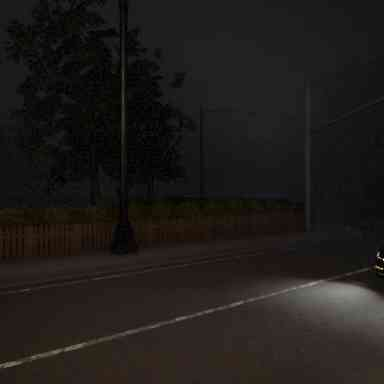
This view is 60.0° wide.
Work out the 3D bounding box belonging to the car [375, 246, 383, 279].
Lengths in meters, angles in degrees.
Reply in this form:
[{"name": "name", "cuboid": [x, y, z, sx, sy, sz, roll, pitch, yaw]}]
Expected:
[{"name": "car", "cuboid": [6.684, 1.502, 8.686, 4.892, 1.490, 1.837, 0, 0, -35]}]
